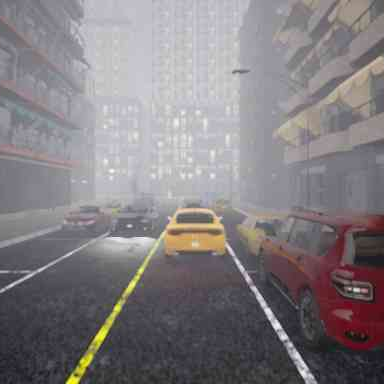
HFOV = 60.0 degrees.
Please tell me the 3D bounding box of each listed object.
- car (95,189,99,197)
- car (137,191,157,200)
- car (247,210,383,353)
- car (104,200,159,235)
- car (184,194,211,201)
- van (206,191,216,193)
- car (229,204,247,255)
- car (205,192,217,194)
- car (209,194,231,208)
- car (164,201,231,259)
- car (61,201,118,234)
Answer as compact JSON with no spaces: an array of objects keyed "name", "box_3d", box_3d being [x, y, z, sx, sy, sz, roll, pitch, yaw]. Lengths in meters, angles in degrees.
[{"name":"car","box_3d":[-20.883,0.227,65.468,5.009,1.841,2.192,1,0,0]},{"name":"car","box_3d":[-5.316,0.777,39.858,2.192,1.841,5.009,0,1,0]},{"name":"car","box_3d":[2.570,1.230,6.020,2.192,1.841,5.009,0,1,0]},{"name":"car","box_3d":[-2.851,1.328,17.119,1.994,1.385,4.181,0,1,0]},{"name":"car","box_3d":[0.092,1.134,26.186,2.128,1.511,4.902,0,1,0]},{"name":"van","box_3d":[2.563,0.729,45.499,1.690,1.788,3.998,0,1,0]},{"name":"car","box_3d":[2.568,1.362,11.833,1.752,1.417,4.829,0,1,0]},{"name":"car","box_3d":[2.564,1.059,34.392,1.752,1.417,4.829,0,1,0]},{"name":"car","box_3d":[2.565,1.134,28.752,1.752,1.417,4.829,0,1,0]},{"name":"car","box_3d":[0.099,1.312,11.939,1.882,1.535,5.008,0,1,0]},{"name":"car","box_3d":[-5.314,1.344,17.302,1.802,1.307,4.206,0,1,0]}]
